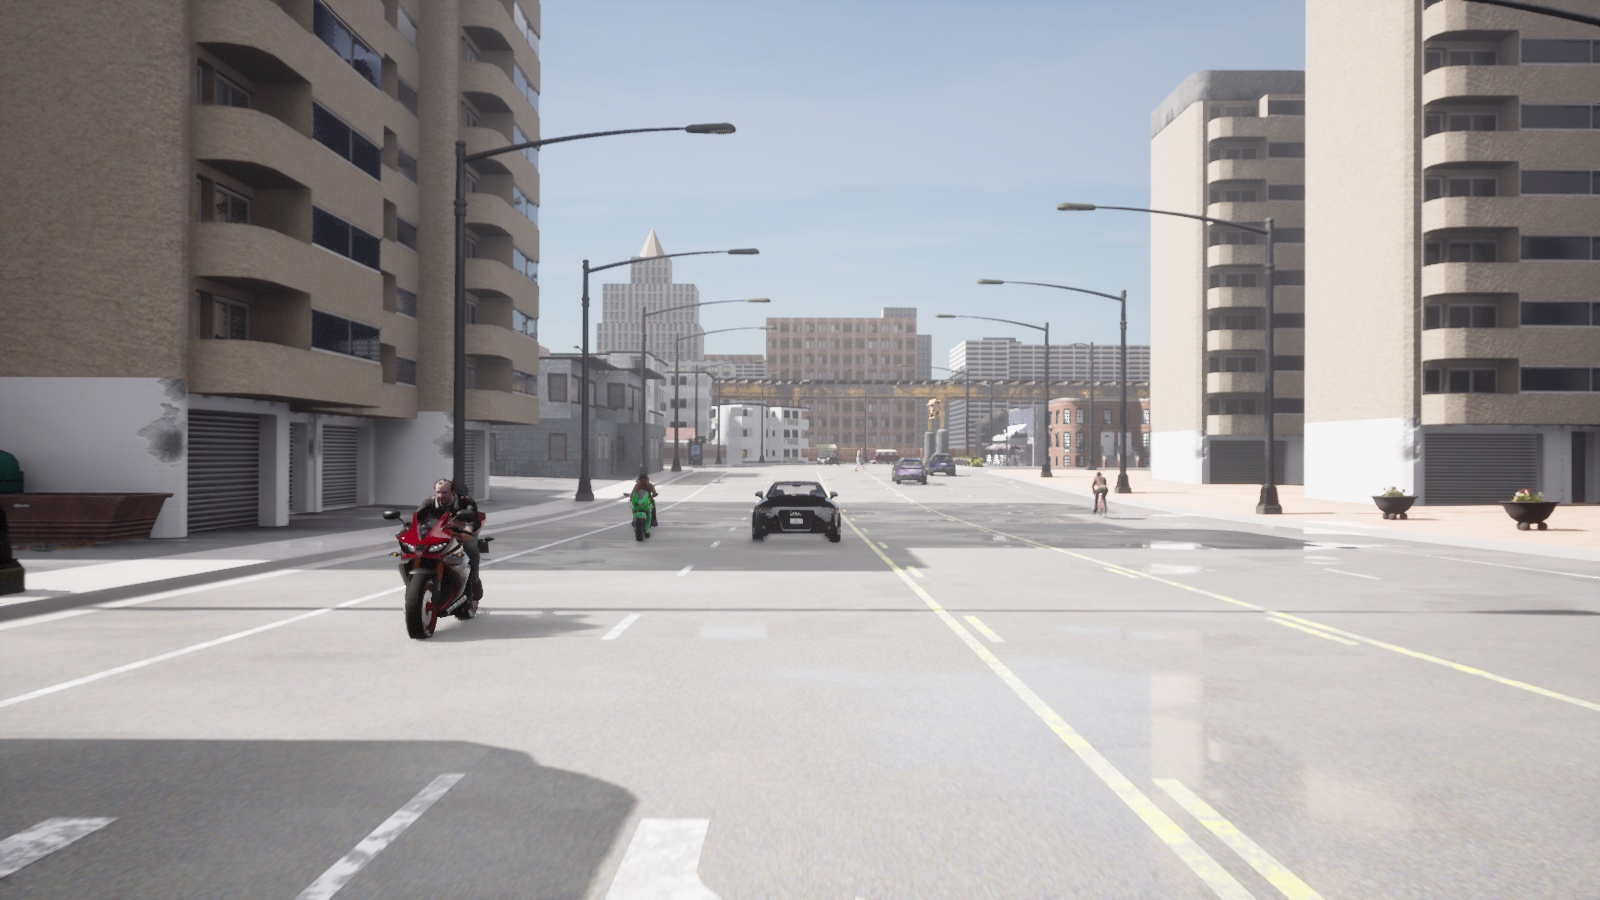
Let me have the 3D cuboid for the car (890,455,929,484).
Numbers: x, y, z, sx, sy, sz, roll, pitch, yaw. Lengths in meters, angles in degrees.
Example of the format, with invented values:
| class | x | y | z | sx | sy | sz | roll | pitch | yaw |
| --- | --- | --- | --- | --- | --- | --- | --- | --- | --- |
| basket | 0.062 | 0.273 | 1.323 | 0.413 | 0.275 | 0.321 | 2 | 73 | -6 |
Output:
| class | x | y | z | sx | sy | sz | roll | pitch | yaw |
| --- | --- | --- | --- | --- | --- | --- | --- | --- | --- |
| car | 6.807 | 1.212 | 78.500 | 2.033 | 1.649 | 4.856 | 0 | 1 | 0 |

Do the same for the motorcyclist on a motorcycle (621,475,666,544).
| class | x | y | z | sx | sy | sz | roll | pitch | yaw |
| --- | --- | --- | --- | --- | --- | --- | --- | --- | --- |
| motorcyclist on a motorcycle | -3.569 | 1.341 | 28.780 | 0.797 | 1.523 | 2.044 | 0 | -1 | 0 |

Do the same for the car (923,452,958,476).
| class | x | y | z | sx | sy | sz | roll | pitch | yaw |
| --- | --- | --- | --- | --- | --- | --- | --- | --- | --- |
| car | 10.272 | 0.980 | 92.296 | 2.033 | 1.649 | 4.856 | 0 | 1 | 0 |

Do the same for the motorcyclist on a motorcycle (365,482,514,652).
| class | x | y | z | sx | sy | sz | roll | pitch | yaw |
| --- | --- | --- | --- | --- | --- | --- | --- | --- | --- |
| motorcyclist on a motorcycle | -3.530 | 1.094 | 12.535 | 0.866 | 1.530 | 2.191 | 0 | -1 | 0 |

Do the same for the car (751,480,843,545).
| class | x | y | z | sx | sy | sz | roll | pitch | yaw |
| --- | --- | --- | --- | --- | --- | --- | --- | --- | --- |
| car | -0.071 | 1.422 | 29.547 | 1.994 | 1.385 | 4.181 | 0 | -1 | 0 |
